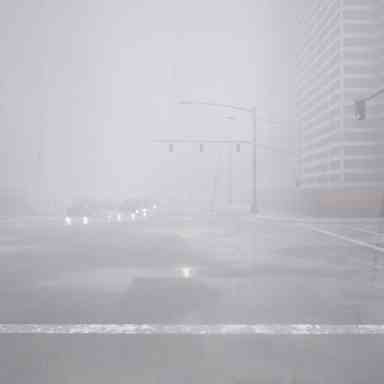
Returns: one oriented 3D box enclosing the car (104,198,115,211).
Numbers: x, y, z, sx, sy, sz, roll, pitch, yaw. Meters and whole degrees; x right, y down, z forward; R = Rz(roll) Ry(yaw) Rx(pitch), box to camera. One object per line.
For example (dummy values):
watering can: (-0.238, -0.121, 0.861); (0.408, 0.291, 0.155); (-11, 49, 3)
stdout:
car: (-10.547, 1.478, 41.903); (1.882, 1.535, 5.008); (0, 0, 0)

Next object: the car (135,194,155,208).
car: (-7.039, 1.491, 48.238); (2.128, 1.511, 4.902); (0, 0, 0)

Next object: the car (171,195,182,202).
car: (-3.411, 1.354, 74.432); (2.128, 1.511, 4.902); (0, 0, 0)

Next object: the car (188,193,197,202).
car: (0.089, 1.184, 74.398); (2.097, 1.767, 4.553); (0, 0, 0)

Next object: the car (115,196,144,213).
car: (-7.054, 1.505, 37.887); (1.837, 1.490, 4.892); (0, 0, 0)

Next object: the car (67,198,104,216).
car: (-10.598, 1.352, 32.771); (2.097, 1.767, 4.553); (0, 0, 1)

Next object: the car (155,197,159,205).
car: (-7.009, 1.601, 58.562); (1.895, 1.301, 4.718); (0, 0, 0)

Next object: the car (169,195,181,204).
car: (-3.423, 1.491, 64.148); (2.128, 1.511, 4.902); (0, 0, 0)

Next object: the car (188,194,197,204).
car: (0.077, 1.547, 64.144); (2.033, 1.411, 5.357); (0, 0, 0)
